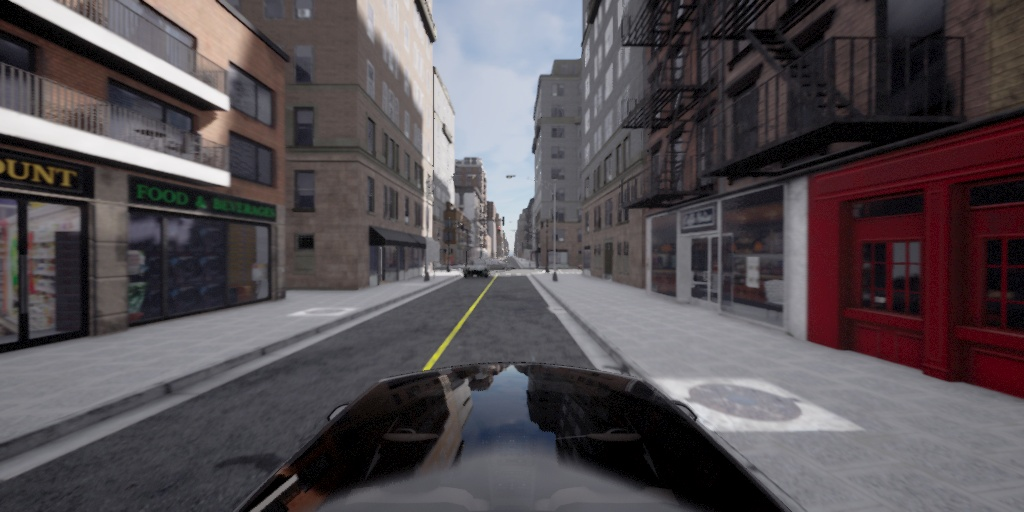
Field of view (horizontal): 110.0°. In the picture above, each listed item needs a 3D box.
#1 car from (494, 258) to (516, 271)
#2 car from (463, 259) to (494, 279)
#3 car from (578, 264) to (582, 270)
[{"bbox_3d":[-2.184,1.251,46.151,5.357,1.411,2.033,0,1,0],"label":"car"},{"bbox_3d":[-3.087,1.070,32.283,2.097,1.767,4.553,0,0,0],"label":"car"},{"bbox_3d":[11.583,1.374,51.748,4.207,1.307,1.802,0,0,0],"label":"car"}]
